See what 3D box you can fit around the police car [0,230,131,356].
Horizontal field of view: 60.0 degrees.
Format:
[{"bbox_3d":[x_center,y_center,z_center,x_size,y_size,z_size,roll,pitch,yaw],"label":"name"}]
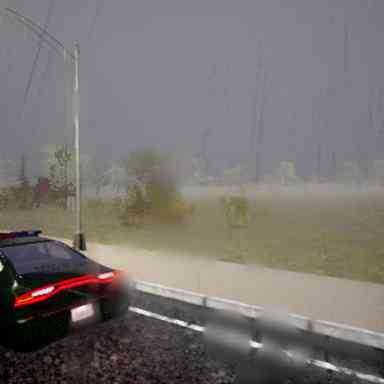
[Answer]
[{"bbox_3d":[-3.481,1.507,6.084,4.974,1.542,2.038,0,0,36],"label":"police car"}]
